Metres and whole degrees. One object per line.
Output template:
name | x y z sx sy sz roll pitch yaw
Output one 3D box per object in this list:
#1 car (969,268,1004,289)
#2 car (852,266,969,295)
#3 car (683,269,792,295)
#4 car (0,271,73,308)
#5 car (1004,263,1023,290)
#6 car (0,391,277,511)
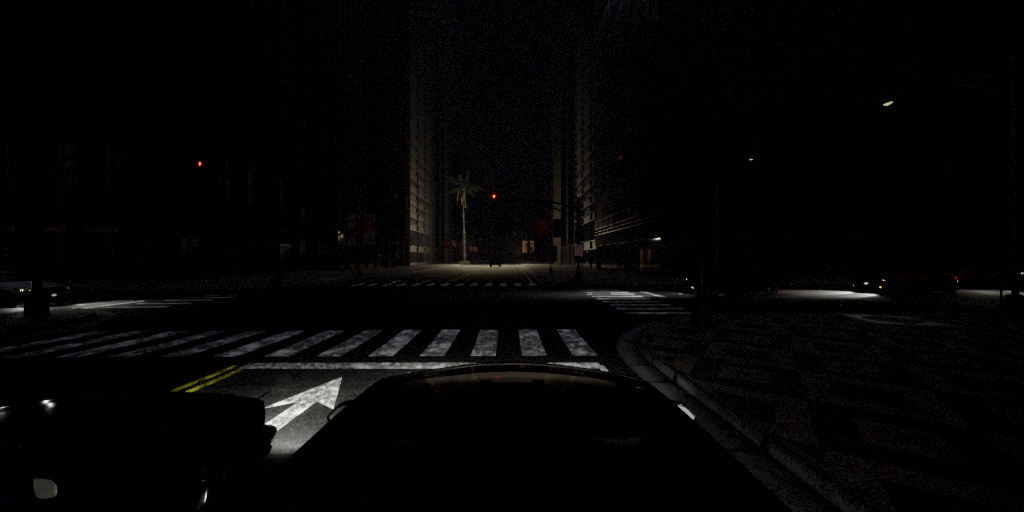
car | 26.420 1.274 21.753 4.207 1.307 1.802 0 0 -1
car | 20.621 1.252 18.893 4.181 1.385 1.994 0 0 -1
car | 11.613 1.320 18.739 4.718 1.301 1.895 0 0 -1
car | -21.383 1.354 14.955 4.674 1.442 1.812 0 0 1
car | 29.967 1.012 19.059 4.553 1.767 2.097 0 0 -1
car | -3.175 1.297 0.738 2.033 1.411 5.357 0 0 4
